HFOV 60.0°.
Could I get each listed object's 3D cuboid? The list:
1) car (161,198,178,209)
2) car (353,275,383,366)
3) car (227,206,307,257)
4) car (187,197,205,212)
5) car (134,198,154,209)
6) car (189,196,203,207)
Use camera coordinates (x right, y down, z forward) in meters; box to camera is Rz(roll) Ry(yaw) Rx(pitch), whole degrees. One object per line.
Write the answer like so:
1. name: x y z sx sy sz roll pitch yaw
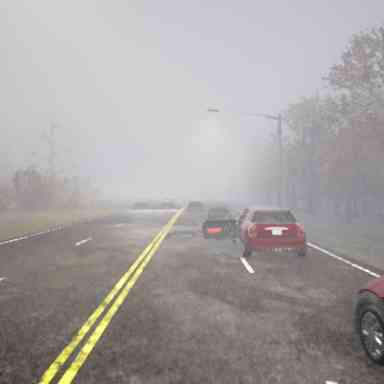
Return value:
1. car: -2.856 1.425 42.319 1.895 1.301 4.718 0 0 1
2. car: 3.363 1.342 2.931 2.097 1.767 4.553 0 0 0
3. car: 2.750 1.306 12.826 2.097 1.767 4.553 0 0 0
4. car: 0.415 1.342 37.034 2.128 1.511 4.902 0 0 2
5. car: -6.105 1.424 42.419 1.895 1.301 4.718 0 0 1
6. car: 0.643 1.355 49.123 1.994 1.385 4.181 0 0 2
